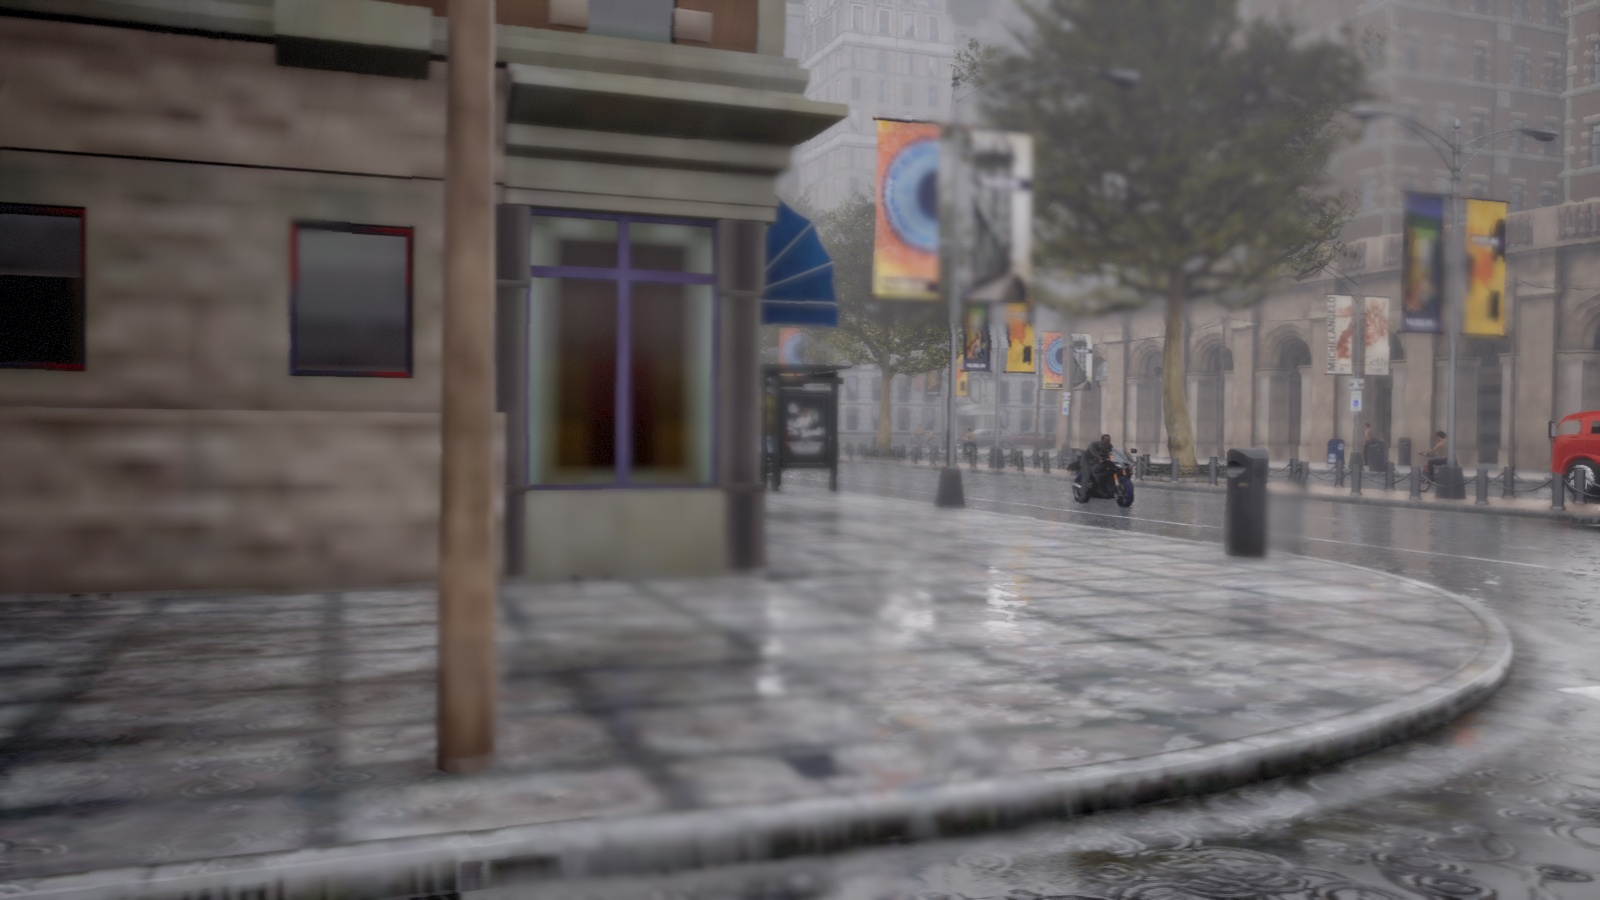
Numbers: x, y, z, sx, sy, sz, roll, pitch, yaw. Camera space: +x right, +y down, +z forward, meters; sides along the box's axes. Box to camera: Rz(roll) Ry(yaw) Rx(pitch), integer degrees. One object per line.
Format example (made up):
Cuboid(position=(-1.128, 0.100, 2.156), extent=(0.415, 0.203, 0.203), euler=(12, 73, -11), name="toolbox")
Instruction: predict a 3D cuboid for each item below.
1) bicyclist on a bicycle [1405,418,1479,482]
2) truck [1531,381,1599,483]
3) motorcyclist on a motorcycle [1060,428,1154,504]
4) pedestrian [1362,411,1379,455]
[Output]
Cuboid(position=(16.552, -0.015, 32.424), extent=(0.866, 1.612, 1.509), euler=(-1, 1, -20), name="bicyclist on a bicycle")
Cuboid(position=(20.991, -0.441, 30.381), extent=(2.627, 2.467, 5.204), euler=(-1, 2, -20), name="truck")
Cuboid(position=(6.495, 0.303, 26.684), extent=(0.866, 1.530, 2.191), euler=(-1, 1, -20), name="motorcyclist on a motorcycle")
Cuboid(position=(23.751, -0.718, 52.269), extent=(0.345, 1.836, 0.594), euler=(-1, 1, -20), name="pedestrian")
